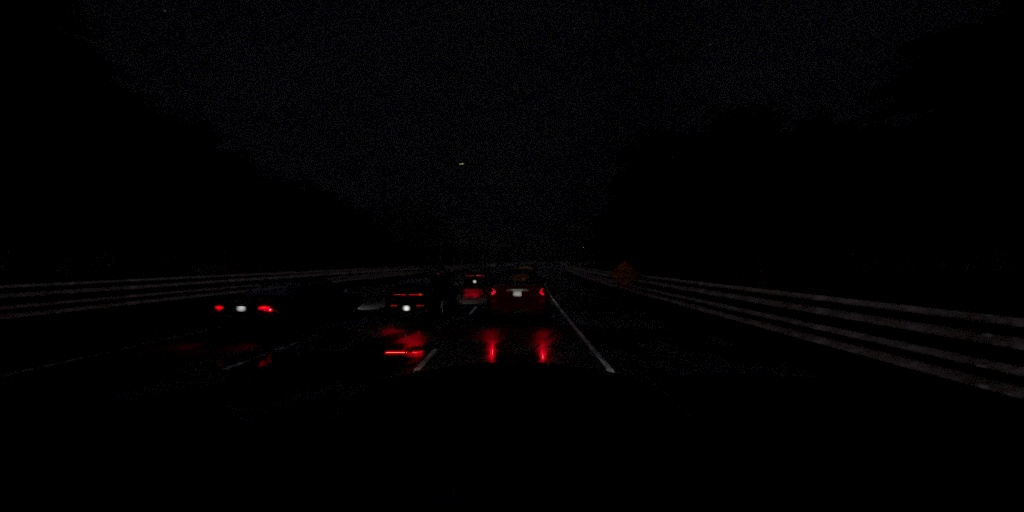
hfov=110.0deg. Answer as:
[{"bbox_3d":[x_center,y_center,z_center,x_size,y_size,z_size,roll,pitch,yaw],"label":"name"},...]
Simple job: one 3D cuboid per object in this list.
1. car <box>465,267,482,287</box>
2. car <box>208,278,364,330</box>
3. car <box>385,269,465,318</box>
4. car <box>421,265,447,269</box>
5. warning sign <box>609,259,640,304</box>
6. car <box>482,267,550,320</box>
[{"bbox_3d":[-2.565,1.637,28.615,1.837,1.490,4.892,0,0,4],"label":"car"},{"bbox_3d":[-6.830,1.426,11.657,2.033,1.411,5.357,0,-1,2],"label":"car"},{"bbox_3d":[-3.241,1.416,13.760,1.837,1.490,4.892,0,0,2],"label":"car"},{"bbox_3d":[-6.068,1.480,28.674,2.097,1.767,4.553,0,-1,4],"label":"car"},{"bbox_3d":[4.795,1.052,15.299,1.300,1.860,1.060,0,0,2],"label":"warning sign"},{"bbox_3d":[0.257,1.261,13.598,2.097,1.767,4.553,0,-1,2],"label":"car"}]
